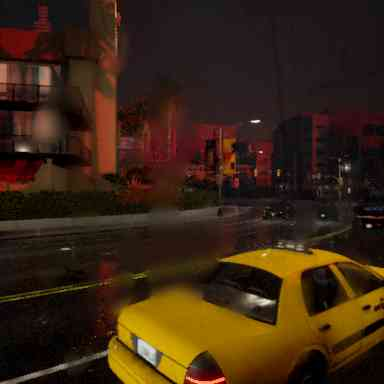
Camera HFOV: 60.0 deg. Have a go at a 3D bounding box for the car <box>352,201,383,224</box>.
[{"bbox_3d":[10.340,1.484,18.784,2.128,1.511,4.902,0,0,35],"label":"car"}]

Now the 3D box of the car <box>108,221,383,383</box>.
[{"bbox_3d":[1.574,1.453,4.677,5.366,1.575,1.801,0,0,-39],"label":"car"}]

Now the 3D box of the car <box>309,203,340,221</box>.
[{"bbox_3d":[10.464,1.552,26.134,1.994,1.385,4.181,0,0,26],"label":"car"}]

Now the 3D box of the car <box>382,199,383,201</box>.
[{"bbox_3d":[16.222,1.535,30.791,2.033,1.411,5.357,0,0,17],"label":"car"}]

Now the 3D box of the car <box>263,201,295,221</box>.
[{"bbox_3d":[7.257,1.491,27.500,1.837,1.490,4.892,0,0,26],"label":"car"}]
